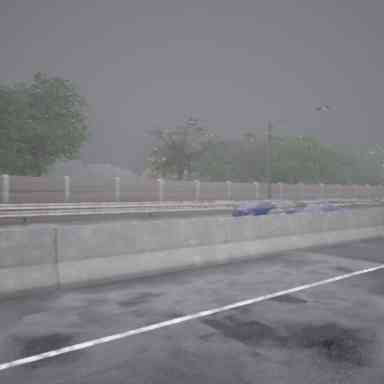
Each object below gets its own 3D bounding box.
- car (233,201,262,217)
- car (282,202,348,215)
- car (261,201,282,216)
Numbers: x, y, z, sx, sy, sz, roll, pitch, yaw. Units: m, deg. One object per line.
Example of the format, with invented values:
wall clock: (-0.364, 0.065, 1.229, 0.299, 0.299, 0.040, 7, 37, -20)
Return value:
car: (5.837, 1.548, 29.641, 5.008, 1.535, 1.882, 0, 0, -35)
car: (8.886, 1.543, 23.218, 5.008, 1.535, 1.882, 0, 0, -35)
car: (8.237, 1.577, 27.053, 4.892, 1.490, 1.837, 0, 0, -35)
